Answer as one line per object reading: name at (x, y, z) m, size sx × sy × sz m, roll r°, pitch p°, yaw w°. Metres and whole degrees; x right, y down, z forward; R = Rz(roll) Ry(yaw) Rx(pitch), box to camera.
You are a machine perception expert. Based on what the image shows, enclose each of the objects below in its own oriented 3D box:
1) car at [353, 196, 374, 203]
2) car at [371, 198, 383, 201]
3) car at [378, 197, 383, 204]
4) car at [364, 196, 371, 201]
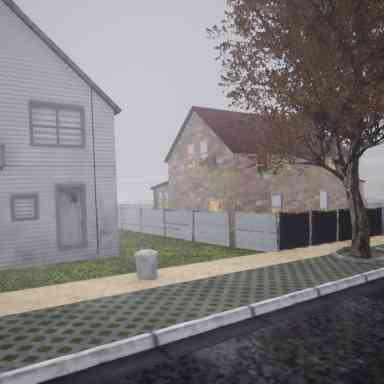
car at (38.575, 1.610, 74.944) m, size 2.128 × 1.511 × 4.902 m, roll -2°, pitch 0°, yaw 0°
car at (28.509, 1.920, 48.200) m, size 1.895 × 1.301 × 4.718 m, roll -2°, pitch 0°, yaw 1°
car at (38.491, 1.658, 64.930) m, size 1.994 × 1.385 × 4.181 m, roll -2°, pitch 0°, yaw 0°
car at (31.988, 1.798, 64.506) m, size 1.882 × 1.535 × 5.008 m, roll -2°, pitch 0°, yaw 0°
